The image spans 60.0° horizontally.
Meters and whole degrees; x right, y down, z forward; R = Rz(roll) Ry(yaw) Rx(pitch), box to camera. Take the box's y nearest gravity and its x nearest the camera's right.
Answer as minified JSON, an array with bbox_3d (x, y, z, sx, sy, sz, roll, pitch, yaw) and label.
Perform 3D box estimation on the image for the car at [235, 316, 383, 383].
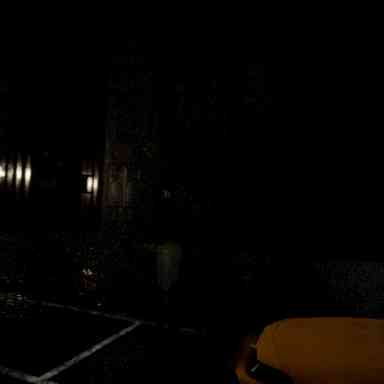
[{"bbox_3d":[3.139,1.755,3.100,5.366,1.575,1.801,1,-3,22],"label":"car"}]
